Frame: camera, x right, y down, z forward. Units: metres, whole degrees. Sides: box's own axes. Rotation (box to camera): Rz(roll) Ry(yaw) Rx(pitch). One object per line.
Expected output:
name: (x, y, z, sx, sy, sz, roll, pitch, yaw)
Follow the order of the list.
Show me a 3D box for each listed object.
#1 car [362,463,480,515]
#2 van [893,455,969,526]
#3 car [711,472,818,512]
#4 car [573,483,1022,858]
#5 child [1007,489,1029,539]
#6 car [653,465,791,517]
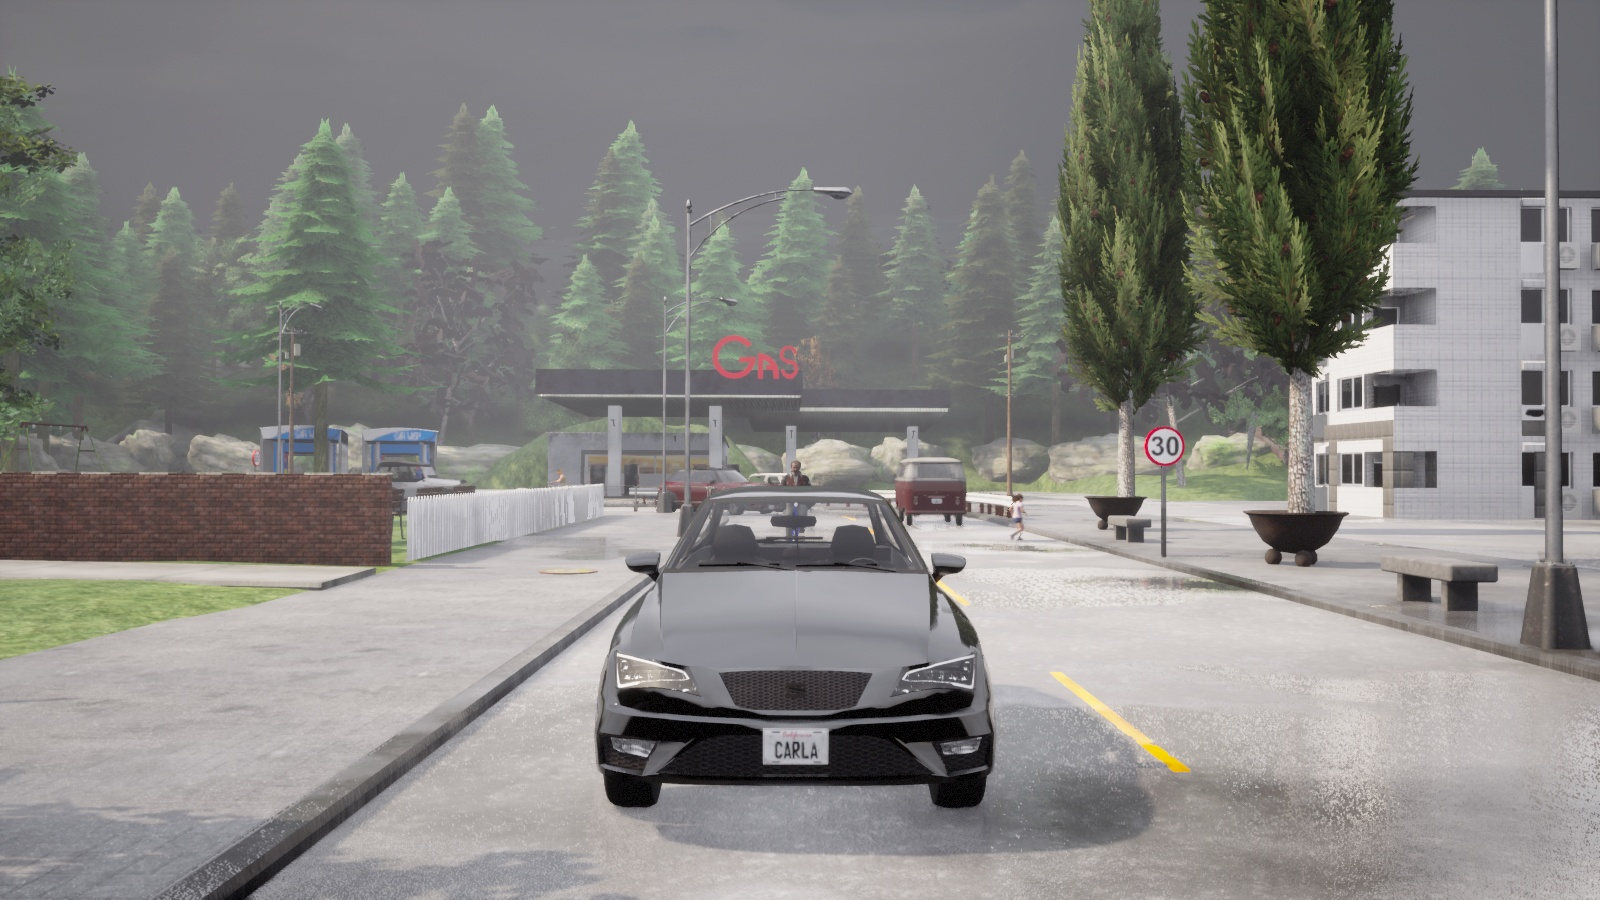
car: (-14.222, 1.459, 47.287, 3.866, 1.878, 1.905, 0, -1, 0)
van: (3.861, 1.184, 37.731, 1.775, 1.987, 4.442, 0, -1, -1)
car: (-1.404, 1.607, 48.920, 3.806, 1.475, 1.970, -1, -1, 41)
car: (-0.019, 0.949, 7.198, 1.816, 1.474, 4.193, 0, -1, 0)
child: (4.871, 1.436, 28.093, 0.394, 1.110, 0.255, 0, -1, -18)
car: (-2.799, 1.436, 44.790, 4.553, 1.767, 2.097, -1, -1, 33)
